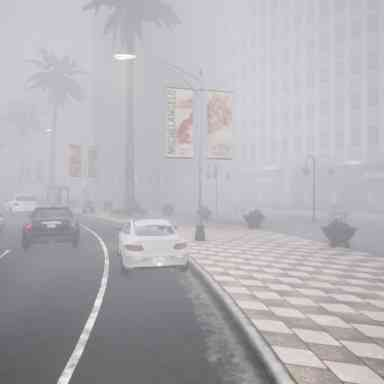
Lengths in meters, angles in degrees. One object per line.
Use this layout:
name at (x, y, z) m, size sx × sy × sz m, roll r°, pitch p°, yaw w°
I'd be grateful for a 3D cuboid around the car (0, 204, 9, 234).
car at (-11.442, 1.592, 18.441) m, size 1.895 × 1.301 × 4.718 m, roll 0°, pitch 0°, yaw -27°

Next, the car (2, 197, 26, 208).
car at (-25.899, 1.461, 48.418) m, size 2.231 × 1.521 × 4.892 m, roll 0°, pitch 0°, yaw -39°

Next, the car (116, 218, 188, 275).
car at (-1.355, 1.525, 10.430) m, size 1.812 × 1.442 × 4.674 m, roll 0°, pitch 0°, yaw -14°

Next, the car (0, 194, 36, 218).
car at (-15.756, 1.210, 30.626) m, size 2.150 × 2.045 × 5.566 m, roll 0°, pitch 0°, yaw -38°

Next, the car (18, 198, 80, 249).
car at (-6.148, 1.348, 14.873) m, size 2.097 × 1.767 × 4.553 m, roll 0°, pitch 0°, yaw -19°
